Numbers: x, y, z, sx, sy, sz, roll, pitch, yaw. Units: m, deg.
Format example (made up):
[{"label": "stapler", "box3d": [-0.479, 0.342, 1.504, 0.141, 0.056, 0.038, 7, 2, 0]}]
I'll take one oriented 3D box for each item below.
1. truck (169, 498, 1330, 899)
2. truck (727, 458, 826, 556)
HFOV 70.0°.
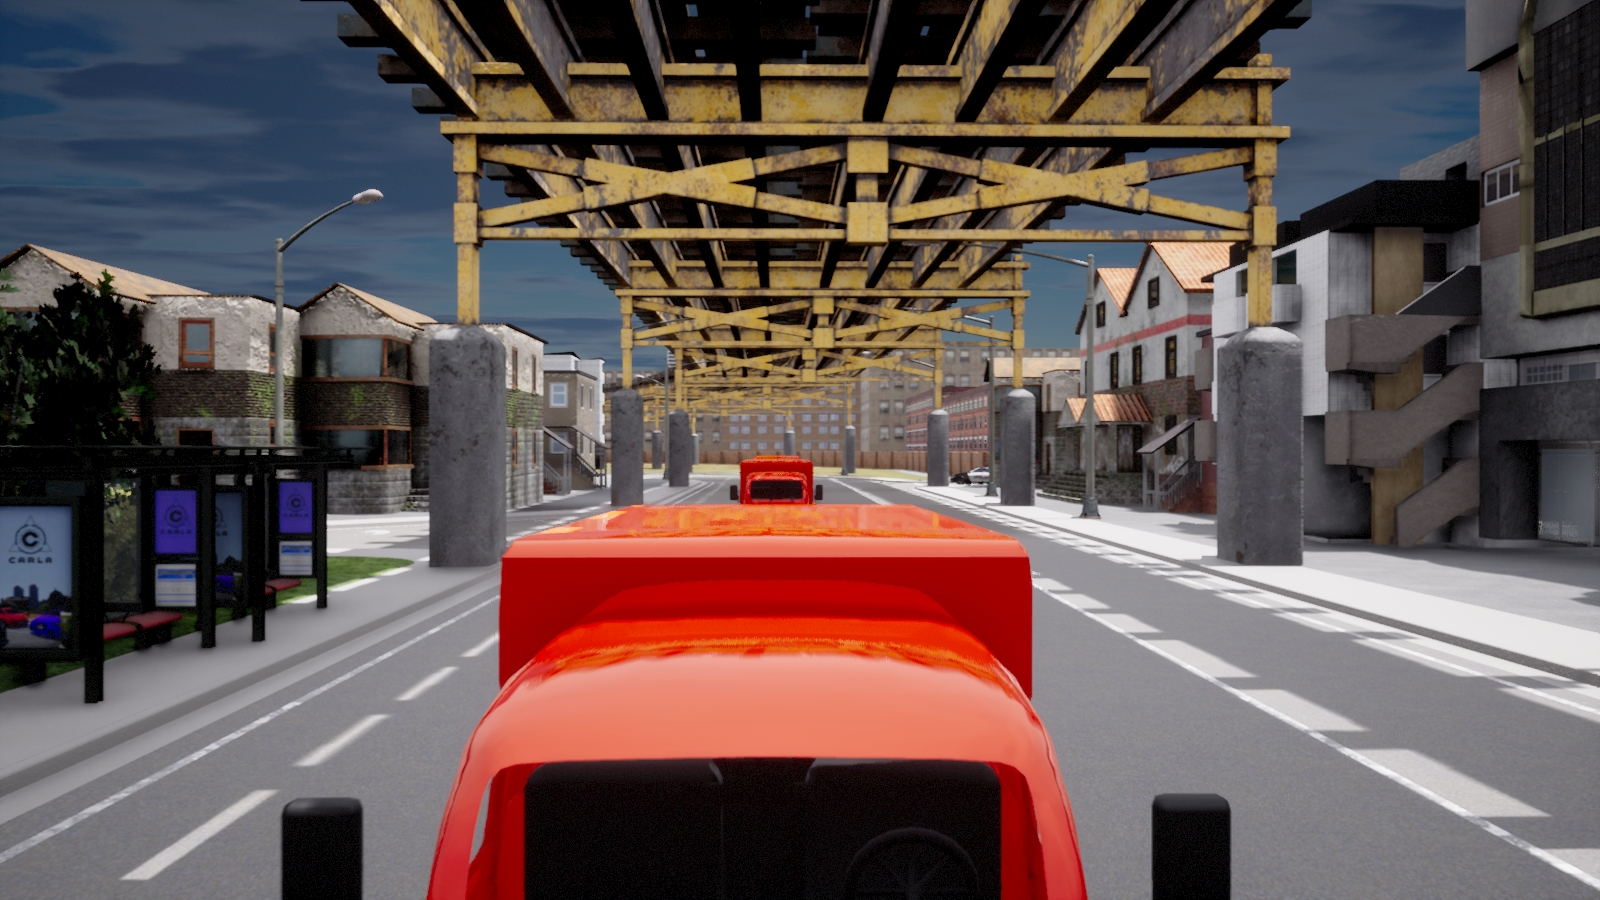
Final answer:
[{"label": "truck", "box3d": [-0.145, 1.563, 5.190, 2.627, 2.467, 5.204, 0, 0, -1]}, {"label": "truck", "box3d": [-0.675, 1.529, 32.849, 2.627, 2.467, 5.204, 0, 1, -1]}]
